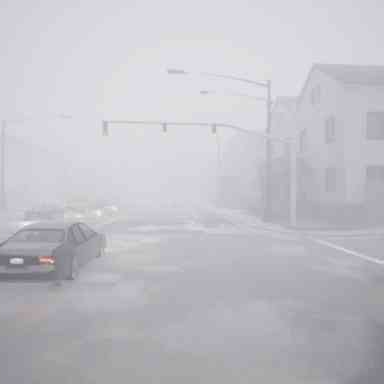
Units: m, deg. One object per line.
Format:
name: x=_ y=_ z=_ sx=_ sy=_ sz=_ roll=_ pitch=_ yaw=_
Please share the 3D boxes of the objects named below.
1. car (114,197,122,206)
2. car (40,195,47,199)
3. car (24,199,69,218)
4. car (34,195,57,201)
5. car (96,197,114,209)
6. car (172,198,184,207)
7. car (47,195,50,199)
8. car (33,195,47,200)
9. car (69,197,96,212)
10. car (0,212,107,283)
car: x=-12.960 y=1.547 z=55.860 sx=2.128 sy=1.511 sz=4.902 roll=0 pitch=0 yaw=-2
car: x=-34.828 y=1.410 z=71.960 sx=2.038 sy=1.542 sz=4.974 roll=0 pitch=0 yaw=41
car: x=-11.836 y=1.555 z=26.884 sx=1.994 sy=1.385 sz=4.181 roll=0 pitch=0 yaw=-2
car: x=-36.050 y=1.426 z=81.892 sx=2.038 sy=1.542 sz=4.974 roll=0 pitch=0 yaw=26
car: x=-12.587 y=1.524 z=45.594 sx=2.128 sy=1.511 sz=4.902 roll=0 pitch=0 yaw=-2
car: x=-2.265 y=1.643 z=53.731 sx=1.812 sy=1.442 sz=4.674 roll=0 pitch=0 yaw=-2
car: x=-35.034 y=1.420 z=76.563 sx=2.038 sy=1.542 sz=4.974 roll=0 pitch=0 yaw=-39
car: x=-35.066 y=1.262 z=76.604 sx=1.853 sy=1.218 sz=4.536 roll=0 pitch=0 yaw=-39
car: x=-12.193 y=1.362 z=35.533 sx=2.097 sy=1.767 sz=4.553 roll=0 pitch=0 yaw=-2
car: x=-3.903 y=1.551 z=9.720 sx=2.033 sy=1.411 sz=5.357 roll=0 pitch=0 yaw=-2
